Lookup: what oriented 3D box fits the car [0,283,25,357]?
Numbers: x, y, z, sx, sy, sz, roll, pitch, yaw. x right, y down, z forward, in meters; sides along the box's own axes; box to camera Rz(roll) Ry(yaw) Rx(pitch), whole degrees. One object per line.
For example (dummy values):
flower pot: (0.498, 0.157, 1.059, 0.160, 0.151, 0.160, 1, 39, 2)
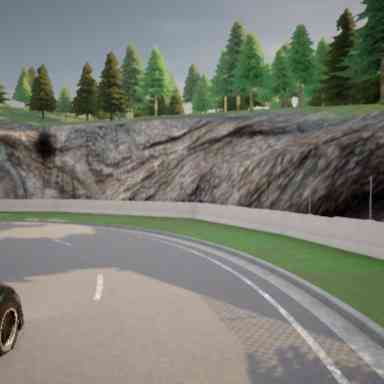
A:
car: (-3.445, 1.539, 3.249, 1.994, 1.385, 4.181, 0, 1, -2)
